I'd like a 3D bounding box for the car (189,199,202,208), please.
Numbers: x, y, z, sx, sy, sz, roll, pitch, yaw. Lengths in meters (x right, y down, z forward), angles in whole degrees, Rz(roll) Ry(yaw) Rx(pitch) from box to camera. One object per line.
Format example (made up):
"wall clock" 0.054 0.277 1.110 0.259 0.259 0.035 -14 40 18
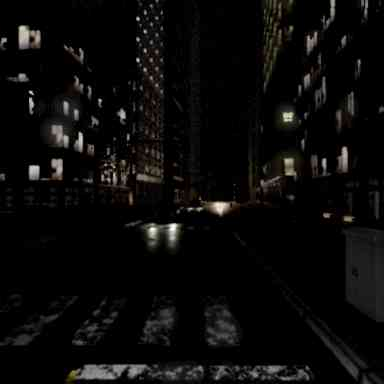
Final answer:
"car" 0.580 1.926 58.183 1.882 1.535 5.008 0 0 7

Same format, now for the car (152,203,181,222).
"car" -2.119 1.714 28.666 1.882 1.535 5.008 0 -1 4
